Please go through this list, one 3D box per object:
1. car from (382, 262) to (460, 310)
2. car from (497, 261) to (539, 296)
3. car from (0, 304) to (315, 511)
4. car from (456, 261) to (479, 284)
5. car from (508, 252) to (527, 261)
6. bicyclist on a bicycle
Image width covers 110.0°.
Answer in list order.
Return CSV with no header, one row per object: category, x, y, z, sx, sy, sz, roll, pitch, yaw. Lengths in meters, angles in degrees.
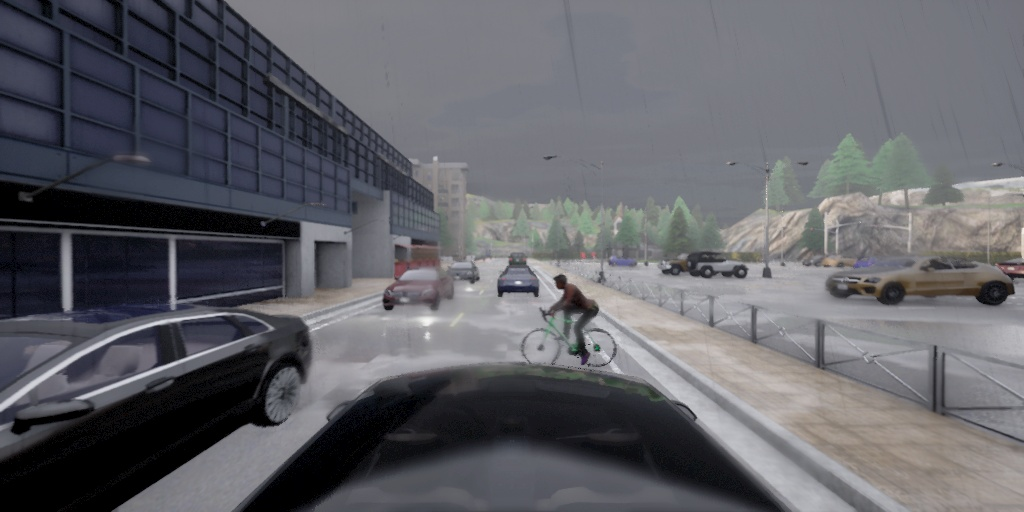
car,-3.440,1.149,14.003,1.812,1.442,4.674,0,1,1
car,0.313,1.147,18.057,1.994,1.385,4.181,0,1,1
car,-3.606,1.230,2.842,2.128,1.511,4.902,0,0,1
car,-3.276,1.044,24.323,1.812,1.442,4.674,0,1,1
car,0.669,0.549,43.213,2.150,2.045,5.566,0,1,1
bicyclist on a bicycle,0.994,1.138,6.213,1.656,1.620,0.582,0,1,1
